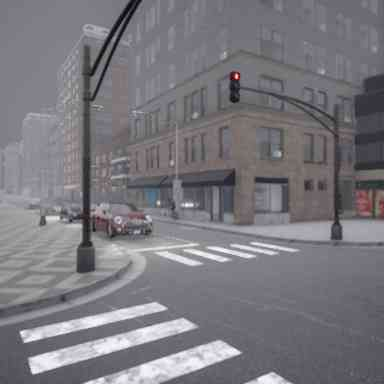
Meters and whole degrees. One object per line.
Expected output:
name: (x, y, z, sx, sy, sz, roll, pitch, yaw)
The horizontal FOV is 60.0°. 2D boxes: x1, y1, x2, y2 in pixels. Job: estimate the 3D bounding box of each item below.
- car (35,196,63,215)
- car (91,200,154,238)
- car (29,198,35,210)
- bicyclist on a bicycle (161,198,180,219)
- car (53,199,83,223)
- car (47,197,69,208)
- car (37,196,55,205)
car: (-14.233, 1.436, 33.975, 2.128, 1.511, 4.902, 0, 0, -32)
car: (-3.793, 1.311, 17.592, 2.097, 1.767, 4.553, 0, 0, -33)
car: (-19.522, 1.461, 42.331, 1.812, 1.442, 4.674, 0, 0, -31)
bicyclist on a bicycle: (-1.646, 1.293, 25.826, 1.656, 1.620, 0.582, 0, 0, -33)
car: (-8.937, 1.500, 25.654, 2.033, 1.411, 5.357, 0, 0, -33)
car: (-19.438, 1.498, 48.077, 2.033, 1.411, 5.357, 0, 0, -32)
car: (-24.929, 1.435, 56.678, 2.128, 1.511, 4.902, 0, 0, -33)
